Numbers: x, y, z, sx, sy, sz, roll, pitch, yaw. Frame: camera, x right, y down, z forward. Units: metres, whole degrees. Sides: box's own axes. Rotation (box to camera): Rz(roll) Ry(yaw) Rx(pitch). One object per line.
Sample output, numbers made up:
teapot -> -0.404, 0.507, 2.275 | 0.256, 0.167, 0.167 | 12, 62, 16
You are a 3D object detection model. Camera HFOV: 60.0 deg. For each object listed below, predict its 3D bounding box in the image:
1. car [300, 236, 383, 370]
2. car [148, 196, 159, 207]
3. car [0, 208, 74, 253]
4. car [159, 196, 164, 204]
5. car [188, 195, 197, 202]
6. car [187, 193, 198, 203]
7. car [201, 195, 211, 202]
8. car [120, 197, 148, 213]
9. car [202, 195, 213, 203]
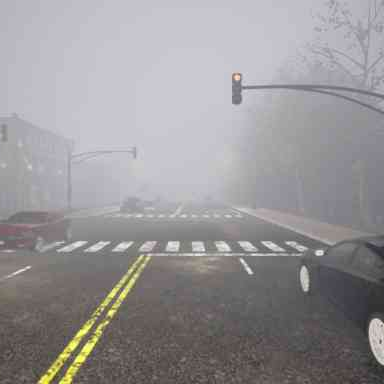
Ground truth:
car -> 3.345, 1.477, 5.634 | 1.882, 1.535, 5.008 | 0, 0, 1
car -> -6.575, 1.584, 50.083 | 1.895, 1.301, 4.718 | 0, 0, 0
car -> -6.594, 1.476, 13.944 | 1.882, 1.535, 5.008 | 0, 0, 0
car -> -6.515, 1.482, 64.562 | 1.837, 1.490, 4.892 | 0, 0, 1
car -> 0.034, 1.509, 79.270 | 2.033, 1.411, 5.357 | 0, 0, 0
car -> 0.128, 1.197, 68.627 | 2.150, 2.045, 5.566 | 0, 0, 0
car -> 3.284, 1.495, 79.149 | 2.128, 1.511, 4.902 | 0, 0, 0
car -> -6.584, 1.342, 37.057 | 2.097, 1.767, 4.553 | 0, 0, 0
car -> 3.382, 1.480, 68.959 | 1.837, 1.490, 4.892 | 0, 0, 0
